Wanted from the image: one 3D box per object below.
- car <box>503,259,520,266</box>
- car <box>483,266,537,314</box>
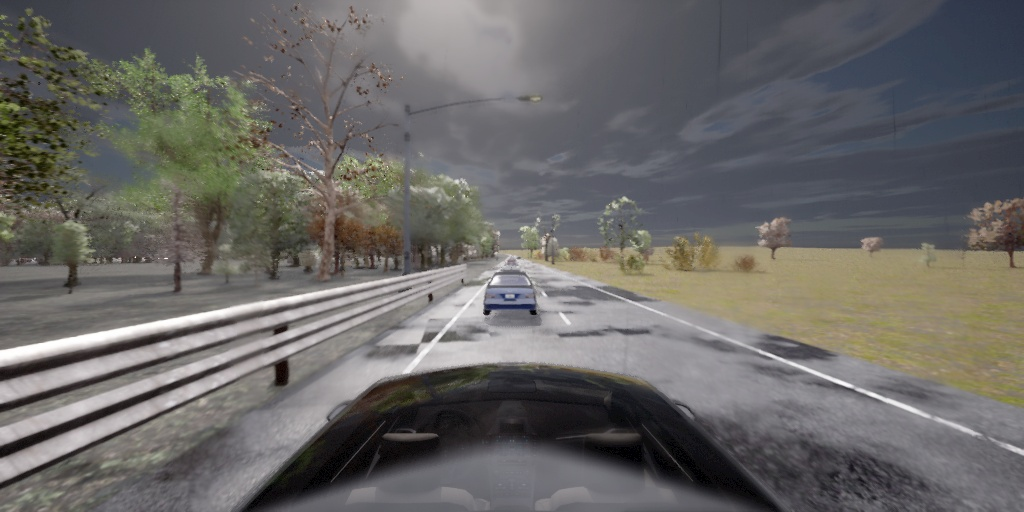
[{"bbox_3d":[-0.070,1.337,39.713,1.895,1.301,4.718,0,0,0],"label":"car"},{"bbox_3d":[-0.065,1.297,13.690,2.033,1.411,5.357,0,0,0],"label":"car"}]
